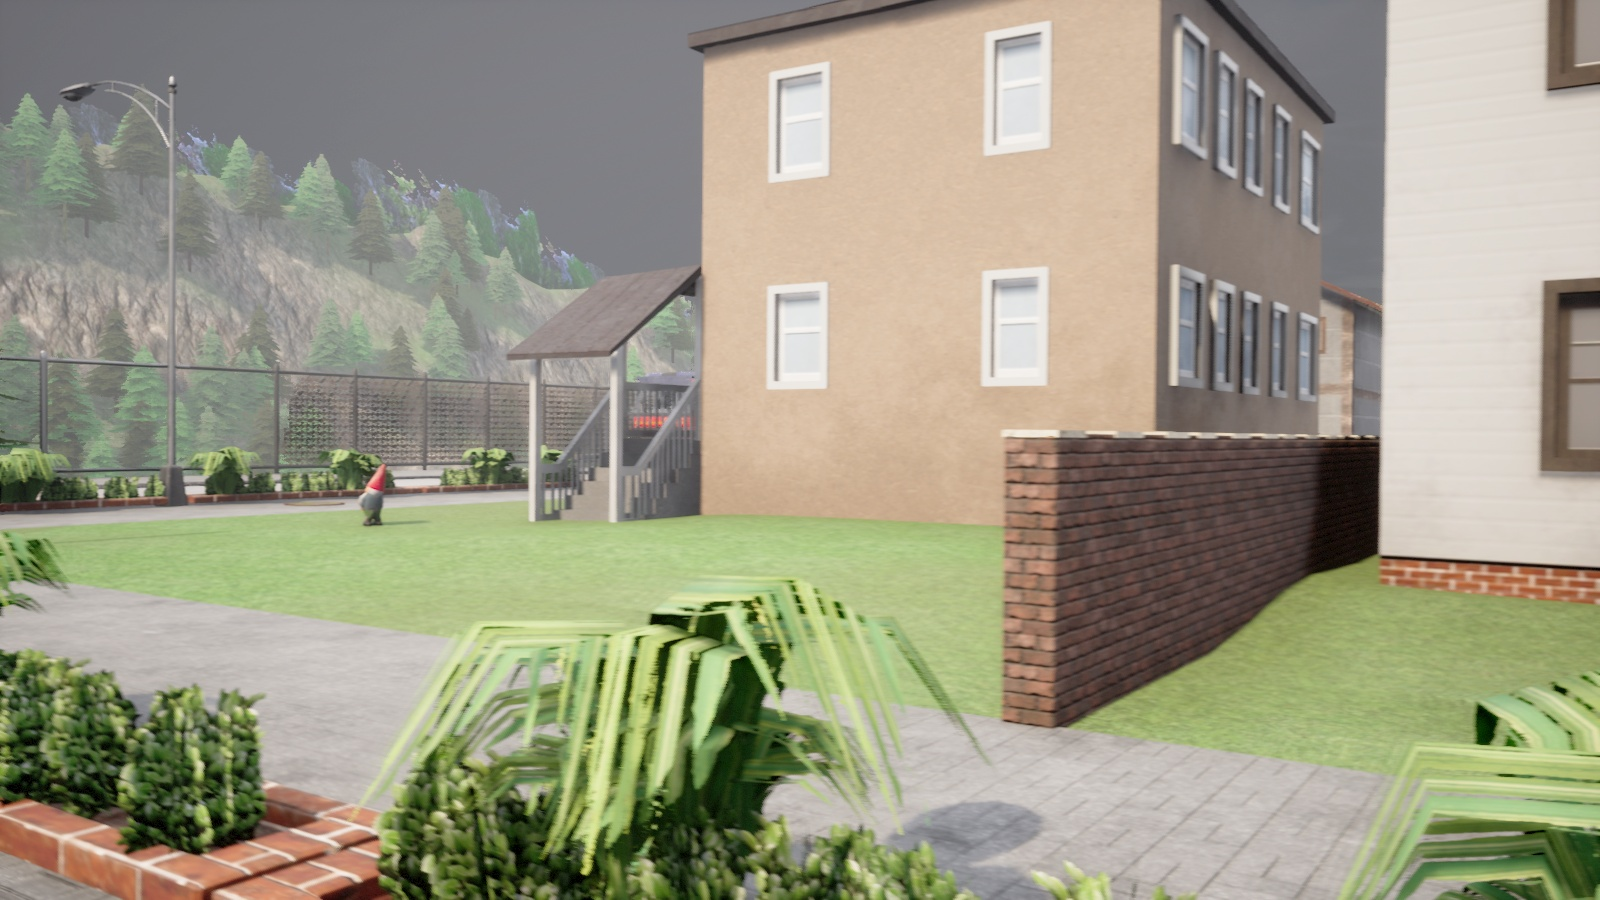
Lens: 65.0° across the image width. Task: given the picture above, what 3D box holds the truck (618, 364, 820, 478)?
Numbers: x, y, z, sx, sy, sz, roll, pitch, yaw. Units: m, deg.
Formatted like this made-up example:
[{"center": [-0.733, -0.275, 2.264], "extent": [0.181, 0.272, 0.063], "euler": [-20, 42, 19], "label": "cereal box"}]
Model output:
[{"center": [-2.779, -1.043, 46.542], "extent": [2.891, 3.827, 8.468], "euler": [0, 1, 34], "label": "truck"}]
